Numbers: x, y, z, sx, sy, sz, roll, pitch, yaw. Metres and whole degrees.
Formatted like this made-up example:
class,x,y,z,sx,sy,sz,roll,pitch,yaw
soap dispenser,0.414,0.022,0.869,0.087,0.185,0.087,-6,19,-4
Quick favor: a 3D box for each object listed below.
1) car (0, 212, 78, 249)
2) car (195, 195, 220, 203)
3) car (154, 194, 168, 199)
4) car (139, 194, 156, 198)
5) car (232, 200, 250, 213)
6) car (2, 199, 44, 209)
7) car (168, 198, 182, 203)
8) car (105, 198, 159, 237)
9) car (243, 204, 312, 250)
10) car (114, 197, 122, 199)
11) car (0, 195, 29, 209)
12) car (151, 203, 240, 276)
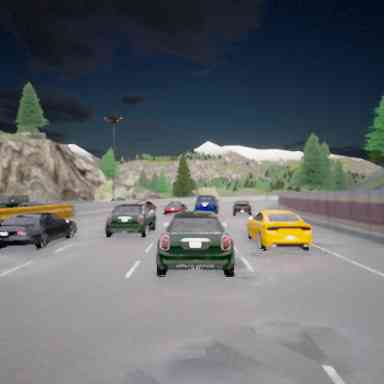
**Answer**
class,x,y,z,sx,sy,sz,roll,pitch,yaw
car,-6.868,1.599,14.796,2.033,1.411,5.357,0,0,1
car,1.606,1.339,34.128,2.150,2.045,5.566,0,0,8
car,-5.965,1.801,72.622,1.994,1.385,4.181,0,0,21
car,-8.997,1.481,74.475,2.150,2.045,5.566,0,0,23
car,5.326,1.625,35.141,1.837,1.490,4.892,0,0,9
car,-16.328,1.679,33.186,1.994,1.385,4.181,0,0,8
car,-1.661,1.687,35.642,1.994,1.385,4.181,0,0,8
car,-3.261,1.417,18.596,2.097,1.767,4.553,0,0,2
car,3.631,1.528,14.568,1.882,1.535,5.008,0,0,1
car,-16.613,1.808,74.260,1.994,1.385,4.181,0,0,21
car,-19.573,1.345,35.495,2.150,2.045,5.566,0,0,8
car,0.098,1.388,10.661,2.097,1.767,4.553,0,0,0
